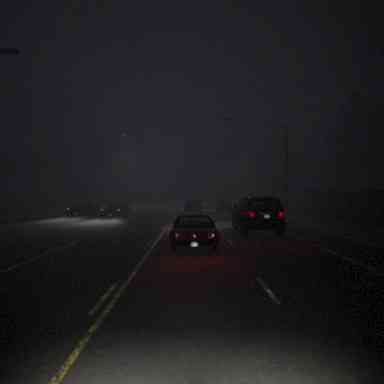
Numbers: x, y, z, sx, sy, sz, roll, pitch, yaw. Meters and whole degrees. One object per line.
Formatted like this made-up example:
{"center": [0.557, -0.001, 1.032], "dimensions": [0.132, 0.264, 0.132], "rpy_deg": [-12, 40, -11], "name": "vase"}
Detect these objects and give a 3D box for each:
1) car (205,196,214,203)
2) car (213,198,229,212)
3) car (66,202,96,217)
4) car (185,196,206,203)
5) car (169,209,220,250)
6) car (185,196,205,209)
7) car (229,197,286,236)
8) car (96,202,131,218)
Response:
{"center": [3.554, 1.609, 71.188], "dimensions": [1.994, 1.385, 4.181], "rpy_deg": [-1, 0, 35], "name": "car"}
{"center": [3.654, 1.578, 37.318], "dimensions": [1.812, 1.442, 4.674], "rpy_deg": [0, 0, 2], "name": "car"}
{"center": [-10.560, 1.650, 32.522], "dimensions": [1.895, 1.301, 4.718], "rpy_deg": [0, 0, 1], "name": "car"}
{"center": [0.820, 1.619, 73.378], "dimensions": [2.128, 1.511, 4.902], "rpy_deg": [-1, 0, 35], "name": "car"}
{"center": [0.096, 1.634, 14.406], "dimensions": [1.895, 1.301, 4.718], "rpy_deg": [0, 0, 0], "name": "car"}
{"center": [0.190, 1.531, 38.572], "dimensions": [1.882, 1.535, 5.008], "rpy_deg": [0, 0, 2], "name": "car"}
{"center": [3.599, 1.260, 18.629], "dimensions": [2.150, 2.045, 5.566], "rpy_deg": [0, 0, 0], "name": "car"}
{"center": [-7.079, 1.649, 31.071], "dimensions": [1.895, 1.301, 4.718], "rpy_deg": [0, 0, 0], "name": "car"}
